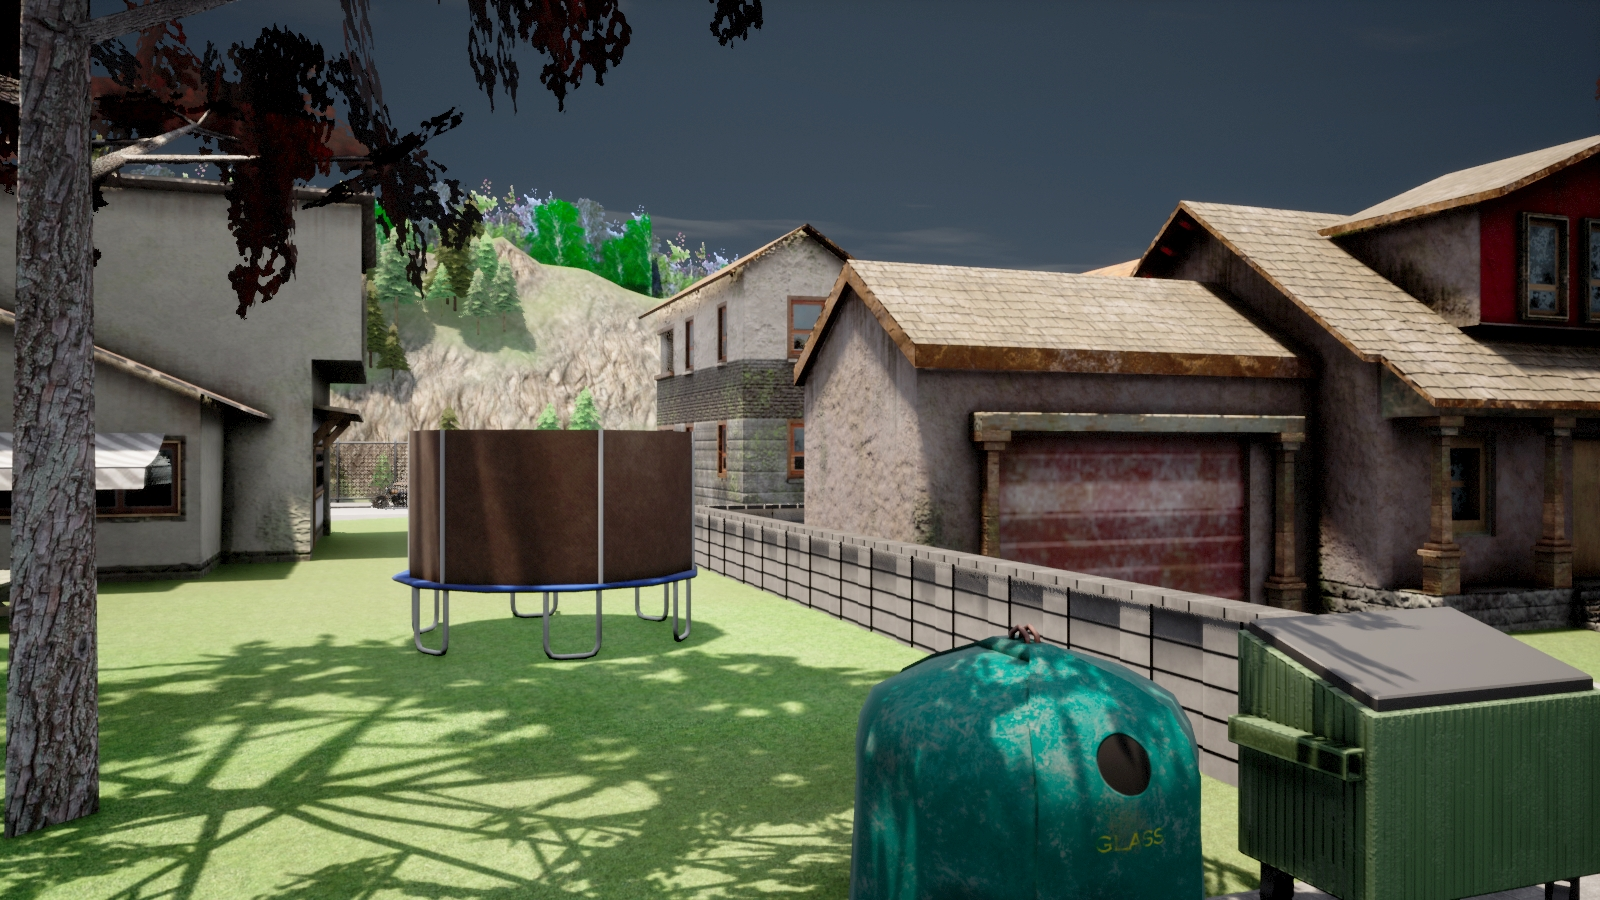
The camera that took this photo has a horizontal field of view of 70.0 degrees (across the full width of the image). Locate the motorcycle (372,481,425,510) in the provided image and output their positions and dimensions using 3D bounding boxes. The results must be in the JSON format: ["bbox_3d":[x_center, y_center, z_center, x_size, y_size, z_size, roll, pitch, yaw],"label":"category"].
[{"bbox_3d":[-18.932,2.155,53.899,2.356,1.307,0.764,0,0,-20],"label":"motorcycle"}]
